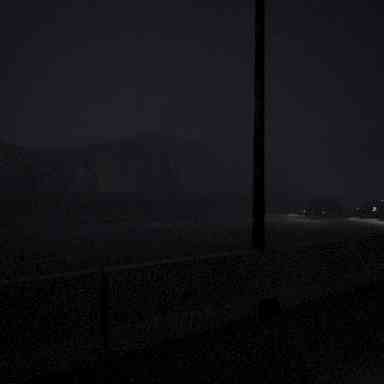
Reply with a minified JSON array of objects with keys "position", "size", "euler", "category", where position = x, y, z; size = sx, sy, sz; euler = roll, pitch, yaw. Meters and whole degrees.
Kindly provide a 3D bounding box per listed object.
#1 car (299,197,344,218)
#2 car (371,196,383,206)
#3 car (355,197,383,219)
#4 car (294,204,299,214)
[{"position":[13.346,1.488,33.465],"size":[2.150,2.045,5.566],"euler":[0,0,44],"category":"car"},{"position":[37.064,1.737,66.437],"size":[2.097,1.767,4.553],"euler":[0,0,27],"category":"car"},{"position":[17.961,1.651,33.273],"size":[2.097,1.767,4.553],"euler":[0,0,43],"category":"car"},{"position":[13.680,1.804,38.944],"size":[1.837,1.490,4.892],"euler":[0,-1,42],"category":"car"}]
